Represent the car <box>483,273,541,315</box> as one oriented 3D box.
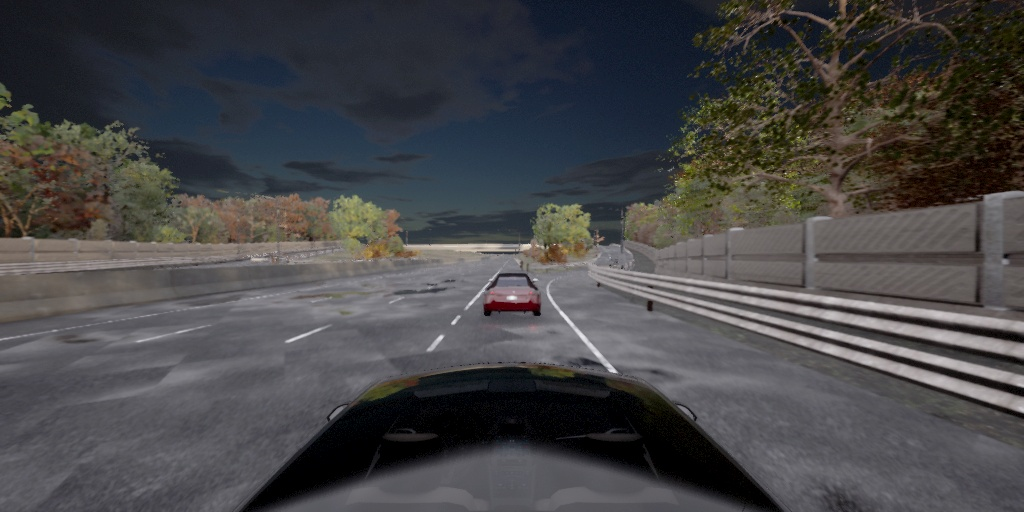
[{"bbox_3d":[0.049,1.324,13.600,1.994,1.385,4.181,0,0,1],"label":"car"}]
